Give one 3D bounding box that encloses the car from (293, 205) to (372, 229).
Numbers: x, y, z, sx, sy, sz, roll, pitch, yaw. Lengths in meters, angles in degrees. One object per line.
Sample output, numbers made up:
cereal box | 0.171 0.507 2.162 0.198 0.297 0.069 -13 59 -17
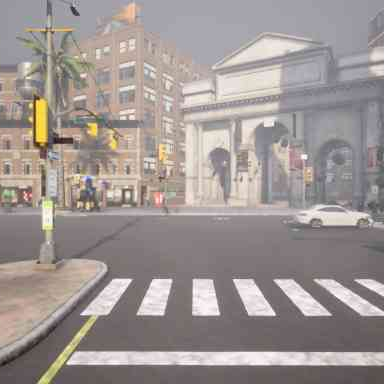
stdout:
car | 8.816 1.526 20.969 4.674 1.442 1.812 0 0 0
